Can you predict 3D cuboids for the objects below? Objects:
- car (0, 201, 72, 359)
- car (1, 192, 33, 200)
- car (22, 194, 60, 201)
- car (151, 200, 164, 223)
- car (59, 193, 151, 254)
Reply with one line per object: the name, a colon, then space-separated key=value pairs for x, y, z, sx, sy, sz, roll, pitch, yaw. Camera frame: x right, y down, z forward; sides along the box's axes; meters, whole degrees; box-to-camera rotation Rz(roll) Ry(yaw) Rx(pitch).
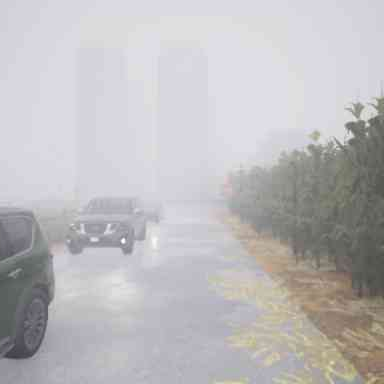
car: x=-3.176 y=1.220 z=3.027 sx=2.150 sy=2.045 sz=5.566 roll=0 pitch=0 yaw=-1
car: x=-36.976 y=0.960 z=70.385 sx=4.611 sy=1.667 sz=2.242 roll=0 pitch=1 yaw=0
car: x=-17.699 y=1.282 z=41.584 sx=5.357 sy=1.411 sz=2.033 roll=0 pitch=1 yaw=0
car: x=-3.153 y=1.365 z=24.332 sx=1.882 sy=1.535 sz=5.008 roll=0 pitch=1 yaw=1
car: x=-3.203 y=1.187 z=13.636 sx=2.150 sy=2.045 sz=5.566 roll=0 pitch=0 yaw=0
